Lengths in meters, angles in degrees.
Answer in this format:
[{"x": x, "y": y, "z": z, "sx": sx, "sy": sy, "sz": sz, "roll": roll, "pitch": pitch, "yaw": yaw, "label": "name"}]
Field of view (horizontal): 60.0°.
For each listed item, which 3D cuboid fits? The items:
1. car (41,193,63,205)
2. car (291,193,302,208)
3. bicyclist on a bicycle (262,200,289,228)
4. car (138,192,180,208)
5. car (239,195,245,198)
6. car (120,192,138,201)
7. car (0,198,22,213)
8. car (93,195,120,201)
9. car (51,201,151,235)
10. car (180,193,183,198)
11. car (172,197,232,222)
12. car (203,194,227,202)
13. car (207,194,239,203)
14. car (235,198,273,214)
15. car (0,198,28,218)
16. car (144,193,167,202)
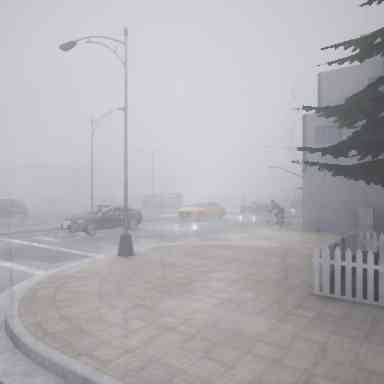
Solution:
[{"x": -21.411, "y": 1.288, "z": 50.641, "sx": 3.633, "sy": 1.501, "sz": 1.845, "roll": 0, "pitch": 0, "yaw": 36, "label": "car"}, {"x": 15.823, "y": 1.193, "z": 46.879, "sx": 2.150, "sy": 2.045, "sz": 5.566, "roll": 0, "pitch": 0, "yaw": 36, "label": "car"}, {"x": 4.845, "y": 1.281, "z": 19.299, "sx": 1.656, "sy": 1.620, "sz": 0.582, "roll": 0, "pitch": 0, "yaw": 36, "label": "bicyclist on a bicycle"}, {"x": -4.296, "y": 1.078, "z": 42.626, "sx": 4.605, "sy": 1.855, "sz": 1.932, "roll": 0, "pitch": 0, "yaw": 36, "label": "car"}, {"x": 8.143, "y": 1.213, "z": 60.929, "sx": 3.806, "sy": 1.475, "sz": 1.970, "roll": 0, "pitch": 0, "yaw": 36, "label": "car"}, {"x": -14.445, "y": 1.325, "z": 73.300, "sx": 3.806, "sy": 1.475, "sz": 1.970, "roll": 0, "pitch": 0, "yaw": 36, "label": "car"}, {"x": -19.598, "y": 1.360, "z": 34.474, "sx": 3.806, "sy": 1.475, "sz": 1.970, "roll": 0, "pitch": 0, "yaw": 36, "label": "car"}, {"x": -15.488, "y": 1.267, "z": 58.689, "sx": 4.514, "sy": 1.523, "sz": 2.007, "roll": 0, "pitch": 0, "yaw": 36, "label": "car"}, {"x": -4.904, "y": 1.466, "z": 18.642, "sx": 2.128, "sy": 1.511, "sz": 4.902, "roll": 0, "pitch": 0, "yaw": 36, "label": "car"}, {"x": -2.917, "y": 1.058, "z": 45.217, "sx": 3.866, "sy": 1.878, "sz": 1.905, "roll": 0, "pitch": 0, "yaw": 36, "label": "car"}, {"x": 0.892, "y": 1.453, "z": 26.580, "sx": 1.882, "sy": 1.535, "sz": 5.008, "roll": 0, "pitch": 0, "yaw": 36, "label": "car"}, {"x": 4.606, "y": 1.274, "z": 68.042, "sx": 4.514, "sy": 1.523, "sz": 2.007, "roll": 0, "pitch": 0, "yaw": 36, "label": "car"}, {"x": 4.623, "y": 1.134, "z": 55.554, "sx": 5.027, "sy": 1.636, "sz": 2.152, "roll": 0, "pitch": 0, "yaw": 36, "label": "car"}, {"x": 6.756, "y": 1.576, "z": 34.602, "sx": 1.895, "sy": 1.301, "sz": 4.718, "roll": 0, "pitch": 0, "yaw": 36, "label": "car"}, {"x": -15.358, "y": 1.355, "z": 27.693, "sx": 3.633, "sy": 1.501, "sz": 1.845, "roll": 0, "pitch": 0, "yaw": 36, "label": "car"}, {"x": -7.572, "y": 1.067, "z": 68.334, "sx": 4.605, "sy": 1.855, "sz": 1.932, "roll": 0, "pitch": 0, "yaw": 36, "label": "car"}]
